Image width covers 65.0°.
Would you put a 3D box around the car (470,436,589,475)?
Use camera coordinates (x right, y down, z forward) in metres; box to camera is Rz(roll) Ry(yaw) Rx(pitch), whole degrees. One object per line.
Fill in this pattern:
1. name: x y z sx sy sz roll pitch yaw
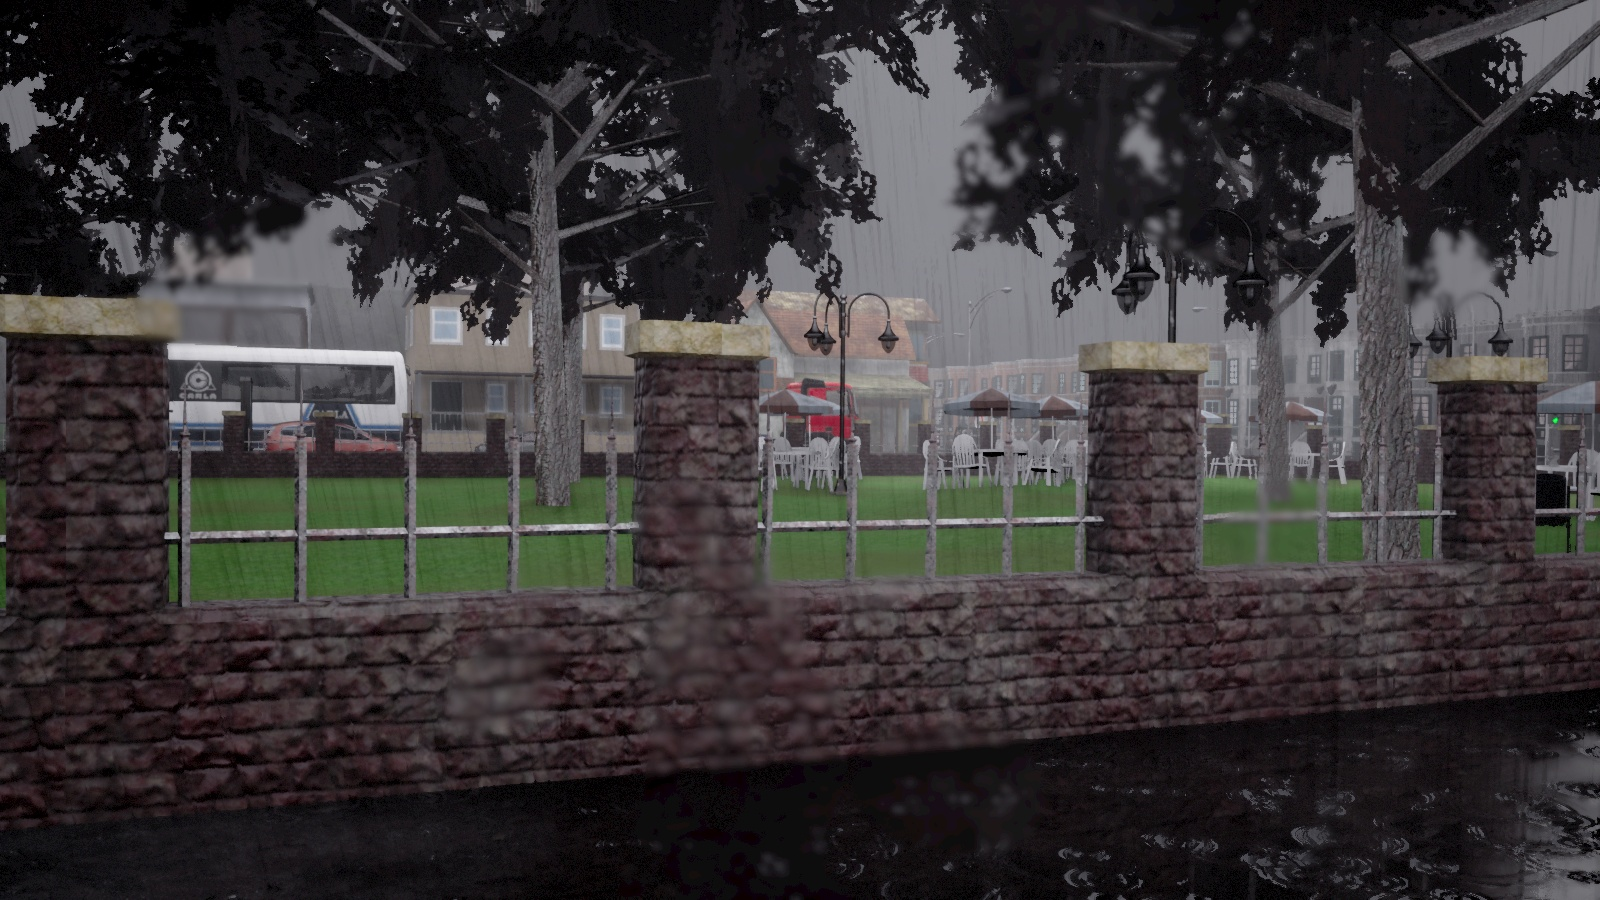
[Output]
1. car: -10.402 0.190 48.242 4.181 1.385 1.994 -1 1 -21

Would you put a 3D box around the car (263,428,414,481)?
1. car: -15.424 0.125 42.061 4.611 1.667 2.242 -1 1 -21

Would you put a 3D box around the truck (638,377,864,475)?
1. truck: -1.838 -0.931 47.190 7.936 3.462 2.891 -1 1 -21

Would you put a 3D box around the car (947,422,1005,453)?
1. car: 10.744 -0.773 76.893 1.905 1.878 3.866 -1 1 -21

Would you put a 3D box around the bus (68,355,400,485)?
1. bus: -19.743 -1.092 44.682 10.273 4.253 3.944 -1 1 -20
